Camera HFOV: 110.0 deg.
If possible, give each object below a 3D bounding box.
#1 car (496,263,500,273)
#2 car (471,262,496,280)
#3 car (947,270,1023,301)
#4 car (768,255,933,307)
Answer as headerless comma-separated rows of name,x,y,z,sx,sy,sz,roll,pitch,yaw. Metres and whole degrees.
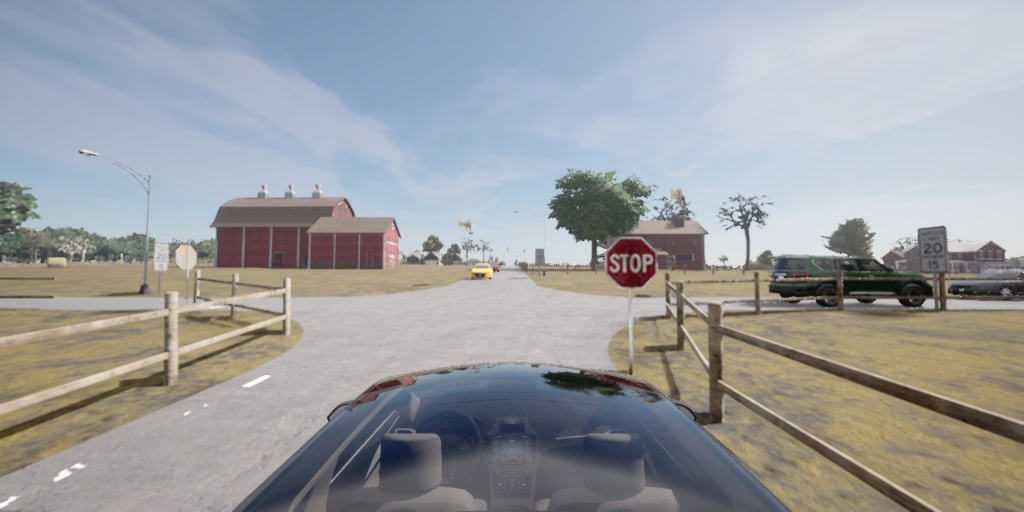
car,-2.868,1.692,53.891,1.882,1.535,5.008,0,-1,0
car,-2.869,1.496,34.808,1.882,1.535,5.008,0,0,0
car,24.782,1.441,17.834,4.892,1.490,1.837,0,-3,0
car,13.908,1.025,15.008,5.566,2.045,2.150,0,-3,0
